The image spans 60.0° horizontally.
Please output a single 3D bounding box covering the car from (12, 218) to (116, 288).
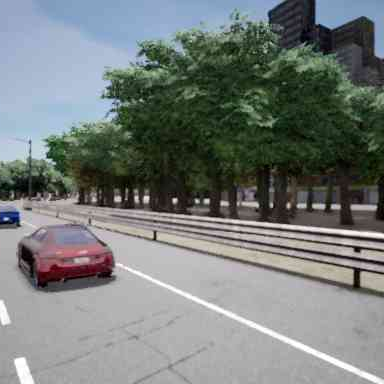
[{"bbox_3d":[-3.822,1.649,9.771,1.994,1.385,4.181,0,-1,-35],"label":"car"}]

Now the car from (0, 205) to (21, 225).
[{"bbox_3d":[-13.834,1.701,24.314,1.882,1.535,5.008,0,-1,-35],"label":"car"}]
